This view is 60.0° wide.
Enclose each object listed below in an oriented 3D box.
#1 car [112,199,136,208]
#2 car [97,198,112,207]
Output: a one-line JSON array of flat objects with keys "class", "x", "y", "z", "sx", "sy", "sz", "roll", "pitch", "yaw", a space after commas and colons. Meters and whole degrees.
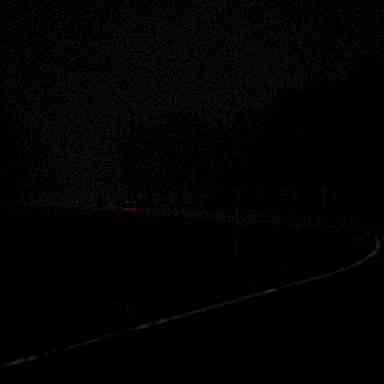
[{"class": "car", "x": -10.591, "y": 1.815, "z": 53.171, "sx": 1.812, "sy": 1.442, "sz": 4.674, "roll": 1, "pitch": -1, "yaw": -34}, {"class": "car", "x": -15.621, "y": 1.910, "z": 60.391, "sx": 1.882, "sy": 1.535, "sz": 5.008, "roll": 1, "pitch": -2, "yaw": -35}]
